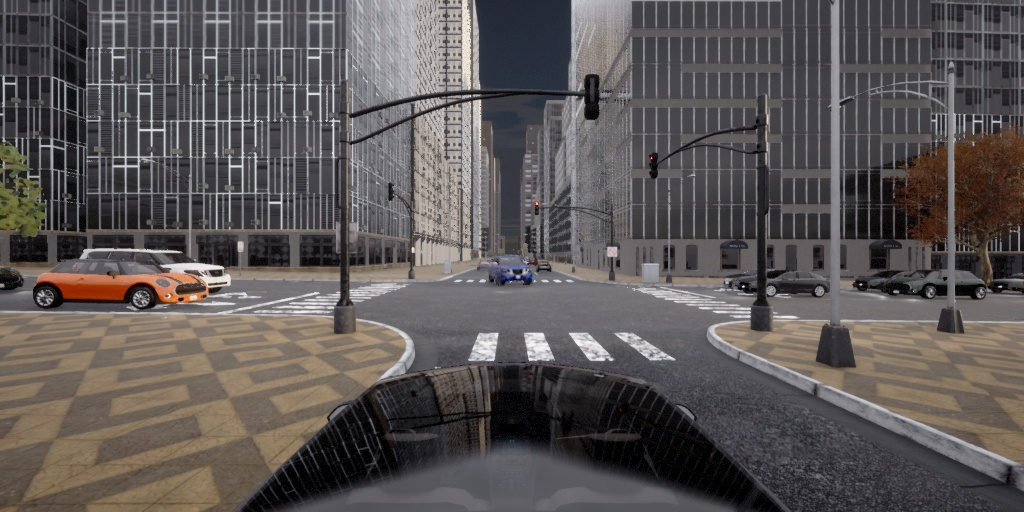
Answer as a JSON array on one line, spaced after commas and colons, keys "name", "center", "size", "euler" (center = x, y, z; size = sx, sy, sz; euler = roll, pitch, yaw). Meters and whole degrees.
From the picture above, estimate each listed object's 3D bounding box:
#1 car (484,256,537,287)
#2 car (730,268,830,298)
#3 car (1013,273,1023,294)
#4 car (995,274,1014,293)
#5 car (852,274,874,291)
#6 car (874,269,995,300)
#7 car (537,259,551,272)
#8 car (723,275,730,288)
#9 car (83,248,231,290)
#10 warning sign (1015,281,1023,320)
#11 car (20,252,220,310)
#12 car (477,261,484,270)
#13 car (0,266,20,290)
[{"name": "car", "center": [-0.281, 0.996, 25.609], "size": [2.150, 2.045, 5.566], "euler": [0, 0, -14]}, {"name": "car", "center": [15.810, 1.564, 20.910], "size": [4.892, 1.490, 1.837], "euler": [1, 0, -4]}, {"name": "car", "center": [34.566, 1.943, 21.749], "size": [5.357, 1.411, 2.033], "euler": [1, 0, -2]}, {"name": "car", "center": [36.442, 1.933, 25.085], "size": [4.892, 1.490, 1.837], "euler": [1, 0, -2]}, {"name": "car", "center": [26.284, 1.751, 24.629], "size": [4.892, 1.490, 1.837], "euler": [1, 0, -3]}, {"name": "car", "center": [24.981, 1.576, 21.316], "size": [4.553, 1.767, 2.097], "euler": [1, 0, -3]}, {"name": "car", "center": [3.954, 1.329, 45.317], "size": [1.948, 1.339, 4.313], "euler": [0, 0, 0]}, {"name": "car", "center": [16.899, 1.569, 24.202], "size": [4.902, 1.511, 2.128], "euler": [1, 0, -3]}, {"name": "car", "center": [-15.927, 0.704, 15.992], "size": [5.566, 2.045, 2.150], "euler": [1, 0, -3]}, {"name": "warning sign", "center": [17.280, 1.204, 11.506], "size": [1.060, 1.860, 1.300], "euler": [0, 0, -3]}, {"name": "car", "center": [-13.726, 0.876, 12.839], "size": [4.553, 1.767, 2.097], "euler": [1, 0, -3]}, {"name": "car", "center": [-3.995, 1.343, 50.815], "size": [1.802, 1.307, 4.207], "euler": [0, 0, 0]}, {"name": "car", "center": [-24.621, 0.675, 15.599], "size": [4.553, 1.767, 2.097], "euler": [1, 0, -2]}]
